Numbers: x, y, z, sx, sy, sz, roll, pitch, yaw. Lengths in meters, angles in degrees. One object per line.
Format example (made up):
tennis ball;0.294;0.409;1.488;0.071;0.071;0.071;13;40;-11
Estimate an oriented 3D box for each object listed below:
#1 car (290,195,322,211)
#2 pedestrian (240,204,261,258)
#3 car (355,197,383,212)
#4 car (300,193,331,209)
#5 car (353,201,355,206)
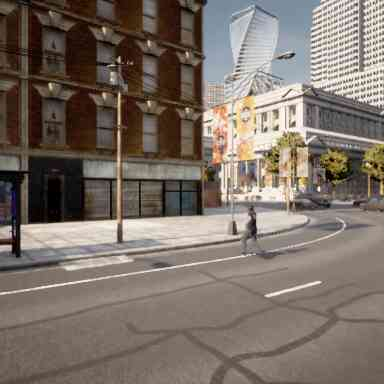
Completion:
car;14.023;1.519;41.933;1.812;1.442;4.674;0;0;-10
pedestrian;2.007;1.293;11.468;0.375;1.860;0.375;0;0;-38
car;21.596;1.541;38.482;2.033;1.411;5.357;0;0;-3
car;16.827;1.214;46.069;2.150;2.045;5.566;0;0;-14
car;26.406;1.511;50.033;2.002;1.452;4.674;0;0;-16
